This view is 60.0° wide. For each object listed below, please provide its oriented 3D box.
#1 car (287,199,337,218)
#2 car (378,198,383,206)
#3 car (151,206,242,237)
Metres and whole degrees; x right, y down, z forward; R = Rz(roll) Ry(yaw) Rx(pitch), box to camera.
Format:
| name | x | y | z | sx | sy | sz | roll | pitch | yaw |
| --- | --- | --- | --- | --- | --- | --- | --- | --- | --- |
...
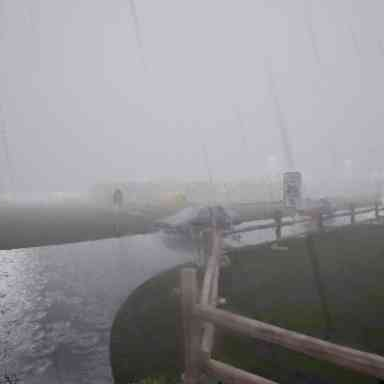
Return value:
| name | x | y | z | sx | sy | sz | roll | pitch | yaw |
| --- | --- | --- | --- | --- | --- | --- | --- | --- | --- |
| car | 9.664 | 1.253 | 26.401 | 5.357 | 1.411 | 2.033 | -1 | 1 | -44 |
| car | 23.860 | 0.988 | 39.543 | 4.718 | 1.301 | 1.895 | -1 | 1 | -43 |
| car | 0.441 | 1.462 | 17.797 | 5.357 | 1.411 | 2.033 | -1 | 0 | -43 |
